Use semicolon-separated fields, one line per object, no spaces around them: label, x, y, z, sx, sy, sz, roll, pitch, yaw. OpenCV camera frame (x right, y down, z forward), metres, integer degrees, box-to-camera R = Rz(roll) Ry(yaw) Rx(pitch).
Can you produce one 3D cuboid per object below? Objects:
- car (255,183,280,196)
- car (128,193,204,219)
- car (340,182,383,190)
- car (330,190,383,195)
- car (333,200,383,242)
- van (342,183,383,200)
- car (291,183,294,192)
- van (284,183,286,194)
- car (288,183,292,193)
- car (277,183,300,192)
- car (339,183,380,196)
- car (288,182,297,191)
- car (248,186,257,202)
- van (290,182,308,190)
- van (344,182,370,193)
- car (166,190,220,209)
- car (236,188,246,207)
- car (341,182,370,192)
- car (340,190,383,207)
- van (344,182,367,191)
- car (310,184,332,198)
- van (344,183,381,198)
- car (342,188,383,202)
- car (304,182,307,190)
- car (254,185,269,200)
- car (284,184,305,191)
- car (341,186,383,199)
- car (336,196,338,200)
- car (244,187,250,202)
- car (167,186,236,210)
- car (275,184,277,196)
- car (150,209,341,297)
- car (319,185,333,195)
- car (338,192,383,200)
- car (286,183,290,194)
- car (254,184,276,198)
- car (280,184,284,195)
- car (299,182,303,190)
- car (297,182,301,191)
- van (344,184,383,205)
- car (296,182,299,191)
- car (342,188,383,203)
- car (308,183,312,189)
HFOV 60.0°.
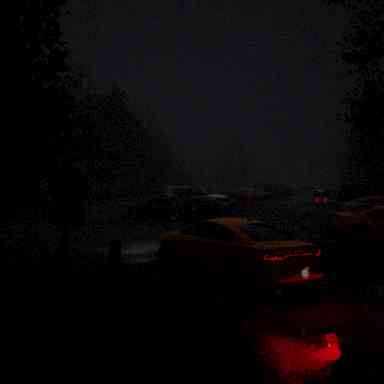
car;9.618;-0.169;47.260;4.553;1.767;2.185;1;2;25
car;-1.999;1.056;22.083;4.792;1.488;2.163;1;3;25
car;15.713;0.426;29.180;5.566;2.045;2.435;1;3;25
car;13.211;0.892;24.249;5.366;1.575;1.946;1;3;25
car;8.811;1.335;14.222;5.008;1.535;2.097;1;3;25
van;21.349;-0.066;41.798;4.442;1.987;1.878;1;2;24
car;15.344;-0.451;59.900;4.792;1.488;2.163;1;2;25
van;12.008;-0.444;52.264;4.442;1.987;1.878;1;2;25
car;14.188;-0.364;57.378;4.792;1.488;2.163;1;2;25
car;21.125;-1.040;72.507;4.553;1.767;2.185;1;2;25
car;26.044;-0.439;51.845;5.566;2.045;2.435;1;2;25
car;16.359;-0.573;62.487;5.366;1.575;1.946;1;2;25
car;3.641;0.466;34.754;5.366;1.575;1.946;1;3;25
van;29.136;-1.675;90.183;4.442;1.987;1.878;1;1;25
van;31.998;-0.849;64.485;4.442;1.987;1.878;1;2;25
car;-0.811;0.916;24.589;5.008;1.535;2.097;1;3;25
car;1.666;0.694;29.557;5.366;1.575;1.946;1;3;25
car;35.329;-1.136;72.095;5.566;2.045;2.435;1;2;25
car;16.816;0.595;31.731;4.792;1.488;2.163;1;3;25
van;36.615;-1.195;74.552;4.442;1.987;1.878;1;2;25
car;18.519;-0.023;47.225;2.128;1.511;4.902;1;2;25
van;23.868;-0.239;46.753;4.442;1.987;1.878;1;2;25
car;20.327;0.284;39.250;4.792;1.488;2.163;1;2;25
car;23.461;-1.088;77.546;5.008;1.535;2.097;1;2;25
car;6.005;0.242;39.906;5.366;1.575;1.946;1;3;25
car;24.625;-1.134;80.066;4.674;1.452;2.002;1;2;25
car;22.613;0.072;44.290;5.008;1.535;2.097;1;2;25
car;11.045;1.148;19.153;4.792;1.488;2.163;1;3;25
car;2.659;0.584;32.153;4.892;1.521;2.231;1;3;25
car;0.366;0.555;27.090;5.566;2.045;2.435;1;3;25
car;8.426;0.050;44.755;4.892;1.521;2.231;1;3;25
car;0.893;1.389;8.476;1.882;1.535;5.008;2;-1;-31
car;22.809;-0.359;56.580;1.882;1.535;5.008;1;2;25
car;9.998;1.100;16.719;4.553;1.767;2.185;1;3;25
car;13.031;-0.278;54.856;4.792;1.488;2.163;1;2;25
car;7.447;0.148;42.161;5.366;1.575;1.946;1;3;25
car;10.771;-0.103;49.786;4.792;1.488;2.163;1;2;25
car;19.828;-0.833;70.053;5.366;1.575;1.946;1;2;25
car;18.835;-0.740;67.457;4.892;1.521;2.231;1;2;25
van;18.153;0.229;34.289;4.442;1.987;1.878;1;3;25
car;17.690;-0.653;64.929;4.892;1.521;2.231;1;2;25
car;19.228;0.378;36.853;4.792;1.488;2.163;1;3;25
car;26.962;-1.599;85.090;5.566;2.045;2.435;1;2;25
